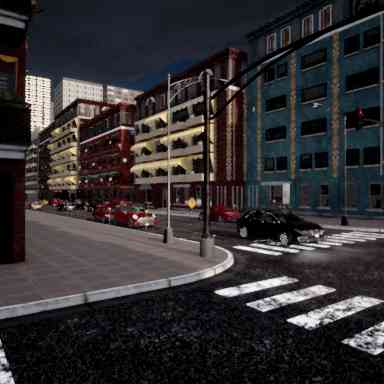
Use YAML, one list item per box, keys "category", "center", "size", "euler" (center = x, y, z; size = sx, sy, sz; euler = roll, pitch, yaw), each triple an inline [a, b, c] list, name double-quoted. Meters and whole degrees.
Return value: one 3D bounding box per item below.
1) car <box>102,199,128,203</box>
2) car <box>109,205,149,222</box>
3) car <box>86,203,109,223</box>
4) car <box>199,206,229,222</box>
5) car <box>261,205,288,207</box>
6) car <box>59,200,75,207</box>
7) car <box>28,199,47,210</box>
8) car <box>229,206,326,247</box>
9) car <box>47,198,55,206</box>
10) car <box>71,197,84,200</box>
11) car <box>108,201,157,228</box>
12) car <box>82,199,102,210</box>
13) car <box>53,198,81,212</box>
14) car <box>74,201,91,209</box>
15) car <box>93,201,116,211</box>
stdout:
- category: "car"
  center: [-10.424, 1.854, 46.909]
  size: [2.192, 1.841, 5.009]
  euler: [-1, 0, -35]
- category: "car"
  center: [-6.001, 1.940, 31.103]
  size: [1.895, 1.301, 4.718]
  euler: [0, -1, -35]
- category: "car"
  center: [-7.362, 1.903, 28.727]
  size: [1.802, 1.307, 4.206]
  euler: [-1, 0, -35]
- category: "car"
  center: [2.267, 1.848, 28.697]
  size: [1.802, 1.307, 4.206]
  euler: [-1, 0, -35]
- category: "car"
  center: [5.438, 1.638, 24.146]
  size: [1.967, 1.590, 4.097]
  euler: [-1, 0, -35]
- category: "car"
  center: [-26.273, 2.428, 69.675]
  size: [2.008, 1.369, 4.403]
  euler: [-1, 0, -35]
- category: "car"
  center: [-26.388, 2.170, 56.049]
  size: [1.967, 1.590, 4.097]
  euler: [-1, 0, -35]
- category: "car"
  center: [4.077, 1.620, 16.039]
  size: [1.837, 1.490, 4.892]
  euler: [0, -1, -29]
- category: "car"
  center: [-32.618, 2.326, 78.783]
  size: [2.192, 1.841, 5.009]
  euler: [-1, 0, -35]
- category: "car"
  center: [-19.522, 1.906, 55.508]
  size: [2.150, 2.045, 5.566]
  euler: [0, -1, -35]
- category: "car"
  center: [-4.194, 1.693, 24.174]
  size: [1.967, 1.590, 4.097]
  euler: [-1, 0, -35]
- category: "car"
  center: [-13.599, 2.064, 47.082]
  size: [1.837, 1.490, 4.892]
  euler: [0, -1, -34]
- category: "car"
  center: [-18.616, 2.106, 49.384]
  size: [2.128, 1.511, 4.902]
  euler: [0, -1, -35]
- category: "car"
  center: [-19.931, 2.324, 60.569]
  size: [1.802, 1.307, 4.206]
  euler: [-1, 0, -35]
- category: "car"
  center: [-13.590, 2.158, 51.461]
  size: [2.008, 1.369, 4.403]
  euler: [-1, 0, -35]
